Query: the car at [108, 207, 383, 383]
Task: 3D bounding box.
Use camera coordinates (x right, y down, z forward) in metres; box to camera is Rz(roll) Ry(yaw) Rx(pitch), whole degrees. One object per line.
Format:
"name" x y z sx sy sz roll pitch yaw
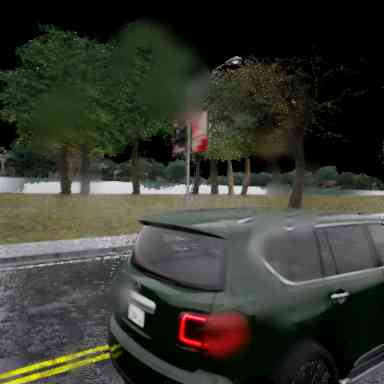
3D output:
"car" 1.667 1.237 4.631 5.566 2.045 2.150 0 0 -36
